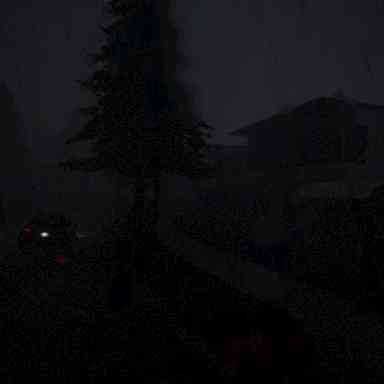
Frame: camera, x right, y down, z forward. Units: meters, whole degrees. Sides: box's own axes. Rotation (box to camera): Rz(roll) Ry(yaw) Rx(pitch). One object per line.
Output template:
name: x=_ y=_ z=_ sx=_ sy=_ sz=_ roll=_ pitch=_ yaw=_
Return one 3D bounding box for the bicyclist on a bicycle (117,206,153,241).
bicyclist on a bicycle: x=-2.582 y=1.465 z=15.244 sx=1.656 sy=1.620 sz=0.582 roll=2 pitch=-1 yaw=-16

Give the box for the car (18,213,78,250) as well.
car: x=-6.126 y=1.586 z=14.515 sx=1.994 sy=1.385 sz=4.181 roll=2 pitch=-1 yaw=-16

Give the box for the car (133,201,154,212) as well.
car: x=-6.295 y=1.908 z=44.972 sx=2.128 sy=1.511 sz=4.902 roll=2 pitch=-1 yaw=15
